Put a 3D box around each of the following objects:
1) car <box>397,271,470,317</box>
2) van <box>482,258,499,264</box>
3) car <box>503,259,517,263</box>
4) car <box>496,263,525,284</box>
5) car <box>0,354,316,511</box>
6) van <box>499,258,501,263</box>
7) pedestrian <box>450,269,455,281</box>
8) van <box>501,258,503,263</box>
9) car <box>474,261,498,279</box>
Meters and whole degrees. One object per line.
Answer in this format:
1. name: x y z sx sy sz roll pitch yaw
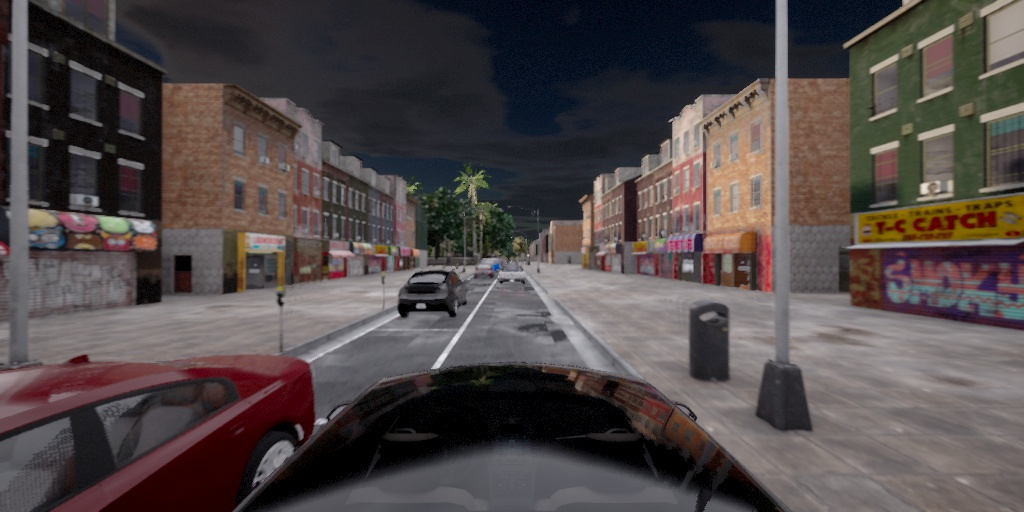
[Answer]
1. car: -2.741 1.278 13.244 1.837 1.490 4.892 0 0 0
2. van: -2.606 1.195 39.674 1.690 1.789 3.998 0 0 0
3. car: 0.046 1.473 52.376 1.994 1.385 4.181 0 0 0
4. car: 0.026 1.423 27.546 1.895 1.301 4.718 0 0 0
5. car: -2.639 1.294 1.429 1.888 1.381 4.507 0 0 0
6. van: -2.601 1.216 45.139 1.690 1.789 3.998 0 0 0
7. pedestrian: -2.729 1.131 16.192 0.375 1.300 0.375 0 0 0
8. van: -2.596 1.237 50.603 1.690 1.789 3.998 0 0 0
9. car: -2.611 1.415 34.210 1.802 1.307 4.207 0 0 0
